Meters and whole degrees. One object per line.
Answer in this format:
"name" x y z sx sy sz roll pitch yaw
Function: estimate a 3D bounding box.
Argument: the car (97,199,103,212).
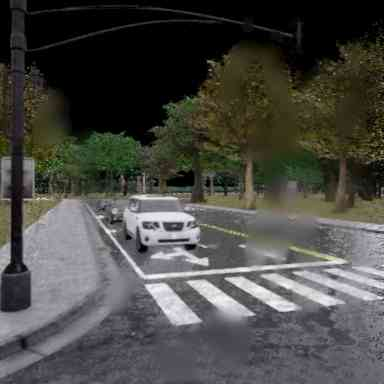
"car" -9.172 1.407 35.958 1.994 1.385 4.181 0 0 -19

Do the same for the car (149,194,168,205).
"car" -5.650 1.181 55.684 2.097 1.767 4.553 0 0 -19

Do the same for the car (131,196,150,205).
"car" -8.421 1.358 53.994 2.033 1.411 5.357 0 0 -19

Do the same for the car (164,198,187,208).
"car" -2.370 1.482 46.297 1.895 1.301 4.718 0 0 -19

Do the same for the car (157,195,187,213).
"car" -2.265 1.253 36.461 2.097 1.767 4.553 0 0 -19

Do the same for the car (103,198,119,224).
"car" -4.880 1.248 23.640 2.097 1.767 4.553 0 0 -19

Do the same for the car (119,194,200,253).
"car" -1.497 1.158 13.965 2.150 2.045 5.566 0 0 -19
